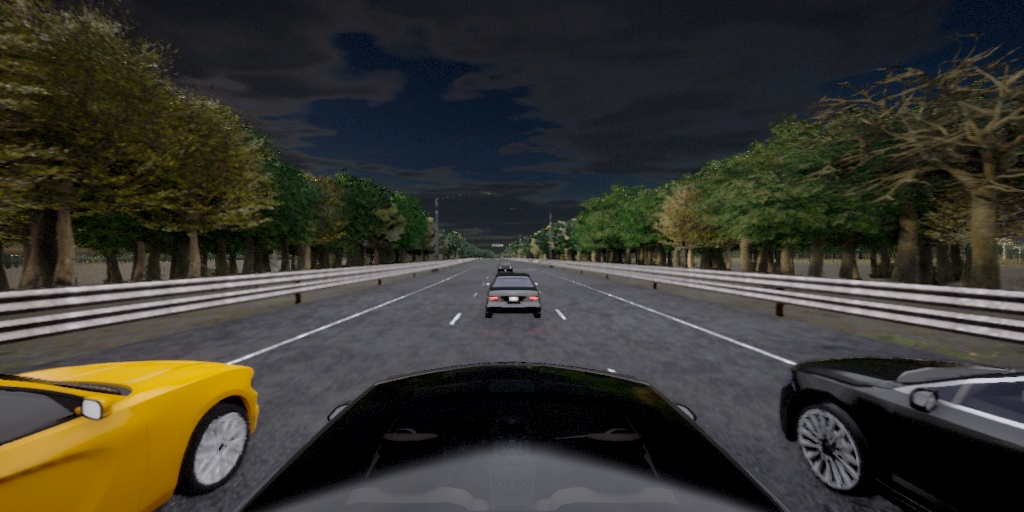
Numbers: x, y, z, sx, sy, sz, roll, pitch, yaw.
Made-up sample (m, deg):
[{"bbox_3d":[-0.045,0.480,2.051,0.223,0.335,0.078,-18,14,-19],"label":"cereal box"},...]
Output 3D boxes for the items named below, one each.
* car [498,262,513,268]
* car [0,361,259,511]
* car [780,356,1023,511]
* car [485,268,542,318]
[{"bbox_3d":[-0.865,1.440,44.682,1.895,1.301,4.718,0,0,-2],"label":"car"},{"bbox_3d":[-3.413,1.229,1.473,1.882,1.535,5.008,0,0,0],"label":"car"},{"bbox_3d":[3.586,1.241,1.585,2.128,1.511,4.902,0,0,0],"label":"car"},{"bbox_3d":[0.020,1.320,13.108,2.033,1.411,5.357,0,0,-1],"label":"car"}]
